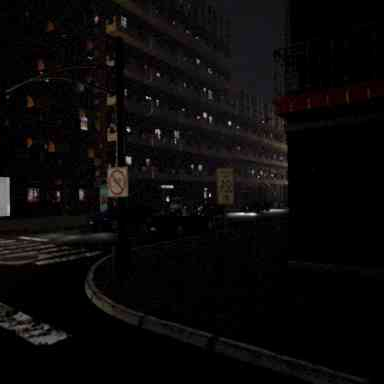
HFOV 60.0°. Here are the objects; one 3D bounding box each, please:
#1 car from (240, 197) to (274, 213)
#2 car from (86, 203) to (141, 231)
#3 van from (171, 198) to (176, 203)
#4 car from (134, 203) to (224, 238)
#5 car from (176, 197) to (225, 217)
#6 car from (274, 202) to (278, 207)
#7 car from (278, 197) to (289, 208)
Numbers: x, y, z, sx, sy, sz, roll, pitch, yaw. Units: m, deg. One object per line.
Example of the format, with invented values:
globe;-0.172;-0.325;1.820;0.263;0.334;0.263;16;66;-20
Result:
car;6.952;1.512;36.423;1.994;1.385;4.181;-1;-1;36
car;-4.250;1.467;20.860;1.882;1.535;5.008;-1;-1;36
van;-0.392;1.359;30.457;1.690;1.788;3.998;-1;-1;36
car;-0.488;1.432;16.812;2.008;1.369;4.403;-1;-1;36
car;1.102;1.321;28.311;2.097;1.767;4.553;-1;-1;36
car;9.359;1.424;44.030;1.967;1.590;4.097;-1;-1;36
car;13.044;1.419;44.834;2.128;1.511;4.902;-1;-1;37
